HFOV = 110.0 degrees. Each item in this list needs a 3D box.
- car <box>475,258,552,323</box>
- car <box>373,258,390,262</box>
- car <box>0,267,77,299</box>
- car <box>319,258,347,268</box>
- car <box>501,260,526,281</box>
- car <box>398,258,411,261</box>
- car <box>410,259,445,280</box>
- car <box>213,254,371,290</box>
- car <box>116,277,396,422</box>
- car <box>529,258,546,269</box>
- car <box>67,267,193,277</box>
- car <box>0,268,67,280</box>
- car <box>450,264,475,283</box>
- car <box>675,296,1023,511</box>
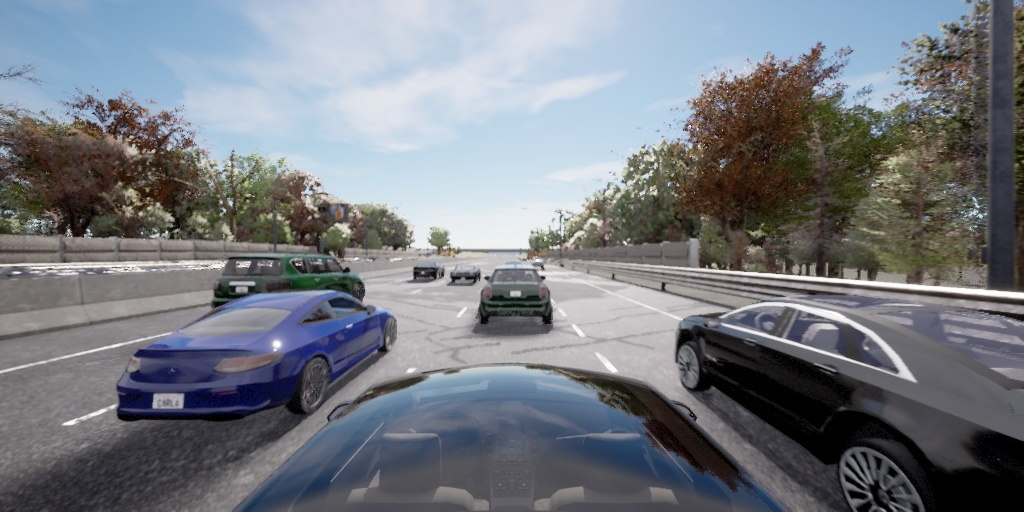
[{"bbox_3d":[0.102,1.073,12.164,2.097,1.767,4.553,0,0,0],"label":"car"},{"bbox_3d":[-21.029,1.096,57.860,1.882,1.535,5.008,0,0,1],"label":"car"},{"bbox_3d":[-24.593,1.271,17.370,1.994,1.385,4.181,0,0,0],"label":"car"},{"bbox_3d":[-28.020,1.099,56.399,1.882,1.535,5.008,0,0,1],"label":"car"},{"bbox_3d":[0.109,1.155,30.109,1.882,1.535,5.008,0,0,0],"label":"car"},{"bbox_3d":[-17.520,1.094,59.140,1.882,1.535,5.008,0,0,1],"label":"car"},{"bbox_3d":[-6.887,1.155,30.183,1.882,1.535,5.008,0,0,0],"label":"car"},{"bbox_3d":[-6.896,0.943,11.838,2.150,2.045,5.566,0,0,0],"label":"car"},{"bbox_3d":[-3.398,1.264,5.846,1.812,1.442,4.674,0,0,0],"label":"car"},{"bbox_3d":[3.514,1.077,50.467,2.033,1.411,5.357,0,0,0],"label":"car"},{"bbox_3d":[-17.596,1.253,17.763,2.033,1.411,5.357,0,0,0],"label":"car"},{"bbox_3d":[-21.094,1.270,17.515,1.994,1.385,4.181,0,0,0],"label":"car"},{"bbox_3d":[-3.390,1.285,27.101,1.895,1.301,4.718,0,0,0],"label":"car"},{"bbox_3d":[3.457,1.169,3.813,2.128,1.511,4.902,0,0,2],"label":"car"}]
